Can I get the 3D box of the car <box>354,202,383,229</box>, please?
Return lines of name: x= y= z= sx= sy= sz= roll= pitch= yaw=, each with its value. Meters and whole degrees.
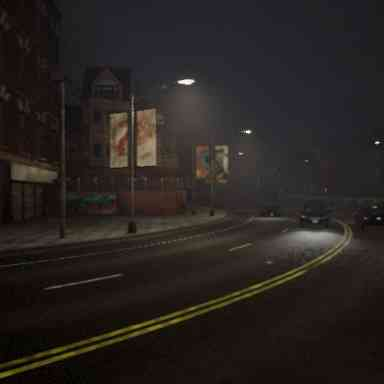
car: x=12.013 y=1.633 z=22.111 sx=2.033 sy=1.411 sz=5.357 roll=0 pitch=0 yaw=21

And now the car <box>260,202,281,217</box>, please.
car: x=7.839 y=1.706 z=33.483 sx=2.033 sy=1.411 sz=5.357 roll=0 pitch=0 yaw=9

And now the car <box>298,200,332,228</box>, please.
car: x=8.548 y=1.592 z=23.167 sx=2.128 sy=1.511 sz=4.902 roll=0 pitch=0 yaw=20
